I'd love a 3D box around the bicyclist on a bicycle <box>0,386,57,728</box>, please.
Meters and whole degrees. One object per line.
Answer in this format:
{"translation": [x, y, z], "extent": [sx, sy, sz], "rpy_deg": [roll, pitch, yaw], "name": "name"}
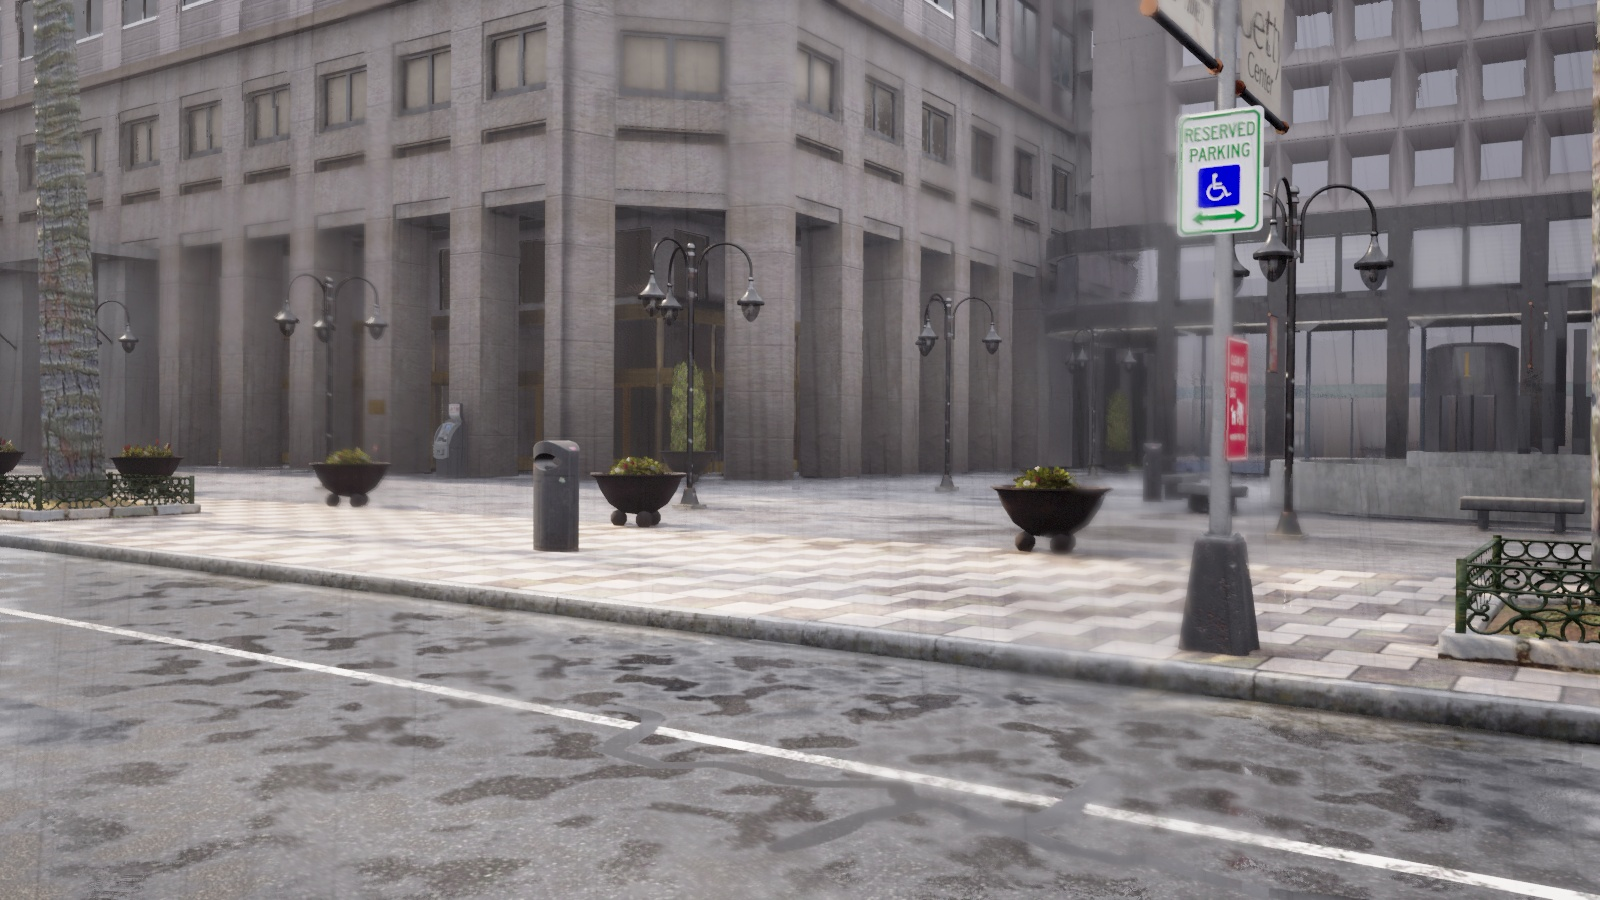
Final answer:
{"translation": [-4.946, 0.551, 6.971], "extent": [1.843, 1.776, 0.659], "rpy_deg": [0, 1, 34], "name": "bicyclist on a bicycle"}
